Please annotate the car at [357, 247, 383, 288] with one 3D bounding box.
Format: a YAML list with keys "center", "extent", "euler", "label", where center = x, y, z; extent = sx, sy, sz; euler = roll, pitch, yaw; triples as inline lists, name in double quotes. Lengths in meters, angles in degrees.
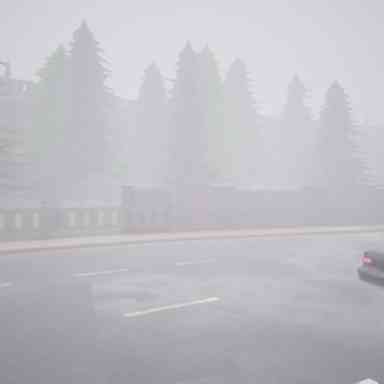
- center: [6.432, 1.589, 7.636]
  extent: [5.357, 1.411, 2.033]
  euler: [0, 0, -19]
  label: "car"
